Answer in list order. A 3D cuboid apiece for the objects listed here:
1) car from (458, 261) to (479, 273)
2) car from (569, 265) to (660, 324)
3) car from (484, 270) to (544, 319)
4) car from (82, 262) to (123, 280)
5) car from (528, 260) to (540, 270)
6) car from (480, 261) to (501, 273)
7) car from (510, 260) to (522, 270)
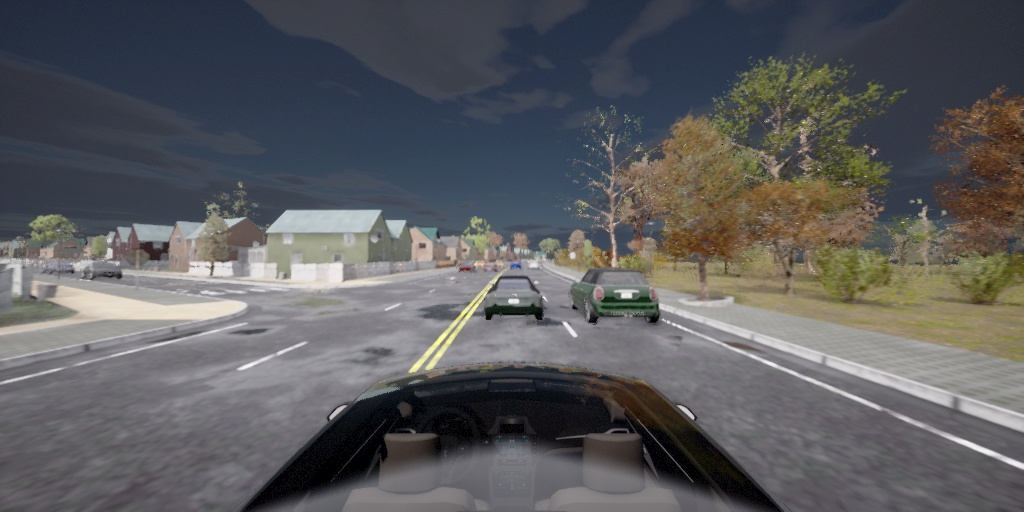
[{"bbox_3d":[-6.319,1.672,50.611,1.895,1.301,4.718,0,0,2],"label":"car"},{"bbox_3d":[3.315,1.174,12.448,2.097,1.767,4.553,0,-1,0],"label":"car"},{"bbox_3d":[0.070,1.392,13.195,1.994,1.385,4.181,0,0,0],"label":"car"},{"bbox_3d":[-36.510,1.323,31.957,4.892,1.490,1.837,0,-1,31],"label":"car"},{"bbox_3d":[3.979,1.670,64.324,1.812,1.442,4.674,0,0,3],"label":"car"},{"bbox_3d":[-3.044,1.599,51.382,1.812,1.442,4.674,0,-1,2],"label":"car"},{"bbox_3d":[0.717,1.624,64.145,1.882,1.535,5.008,0,-1,3],"label":"car"}]
